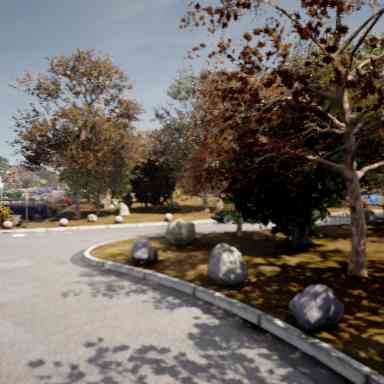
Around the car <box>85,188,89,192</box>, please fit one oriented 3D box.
[{"bbox_3d":[-26.174,0.472,75.549,5.008,1.535,2.097,-1,2,-14],"label":"car"}]

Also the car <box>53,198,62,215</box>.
[{"bbox_3d":[-15.682,1.682,32.414,4.792,1.488,2.163,-1,2,-14],"label":"car"}]

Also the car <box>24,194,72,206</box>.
[{"bbox_3d":[-17.679,1.429,40.494,4.892,1.521,2.231,-1,2,-14],"label":"car"}]

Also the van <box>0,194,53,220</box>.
[{"bbox_3d":[-15.173,1.505,29.678,4.442,1.987,1.878,-1,2,-14],"label":"van"}]

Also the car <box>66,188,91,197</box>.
[{"bbox_3d":[-27.518,0.075,80.927,5.566,2.045,2.435,-1,2,-14],"label":"car"}]

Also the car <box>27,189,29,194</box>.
[{"bbox_3d":[-38.871,0.701,71.607,5.366,1.575,1.946,-1,2,-14],"label":"car"}]

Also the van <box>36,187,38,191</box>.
[{"bbox_3d":[-41.451,0.181,82.514,4.442,1.987,1.878,-1,2,-14],"label":"van"}]

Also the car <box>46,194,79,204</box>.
[{"bbox_3d":[-20.948,1.098,53.979,4.674,1.452,2.002,-1,2,-14],"label":"car"}]

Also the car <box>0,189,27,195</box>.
[{"bbox_3d":[-38.060,0.524,68.913,5.566,2.045,2.435,-1,2,-14],"label":"car"}]

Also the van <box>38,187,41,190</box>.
[{"bbox_3d":[-41.884,0.098,85.290,4.442,1.987,1.878,-1,2,-14],"label":"van"}]

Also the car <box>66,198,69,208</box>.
[{"bbox_3d":[-16.991,1.532,37.808,4.792,1.488,2.163,-1,2,-14],"label":"car"}]

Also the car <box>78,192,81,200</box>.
[{"bbox_3d":[-20.295,1.131,51.279,5.008,1.535,2.097,-1,2,-14],"label":"car"}]

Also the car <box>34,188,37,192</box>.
[{"bbox_3d":[-40.679,0.480,79.820,5.008,1.535,2.097,-1,2,-14],"label":"car"}]

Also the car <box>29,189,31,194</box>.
[{"bbox_3d":[-39.349,0.667,74.376,4.674,1.452,2.002,-1,2,-14],"label":"car"}]

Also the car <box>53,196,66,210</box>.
[{"bbox_3d":[-16.546,1.578,35.061,5.366,1.575,1.946,-1,2,-14],"label":"car"}]

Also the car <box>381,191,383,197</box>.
[{"bbox_3d":[27.568,0.122,44.530,1.994,1.385,4.181,-1,2,-12],"label":"car"}]

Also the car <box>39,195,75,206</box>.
[{"bbox_3d":[-19.638,1.245,48.584,4.674,1.452,2.002,-1,2,-14],"label":"car"}]

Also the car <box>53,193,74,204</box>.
[{"bbox_3d":[-18.322,1.353,43.192,5.008,1.535,2.097,-1,2,-14],"label":"car"}]

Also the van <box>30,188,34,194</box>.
[{"bbox_3d":[-39.901,0.326,77.118,4.442,1.987,1.878,-1,2,-14],"label":"van"}]

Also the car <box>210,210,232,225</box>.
[{"bbox_3d":[3.670,1.505,23.323,4.718,1.301,1.895,-2,-1,-15],"label":"car"}]

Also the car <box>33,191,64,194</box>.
[{"bbox_3d":[-18.953,1.153,45.891,4.553,1.767,2.185,-1,2,-14],"label":"car"}]

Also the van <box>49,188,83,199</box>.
[{"bbox_3d":[-21.488,0.757,56.694,4.442,1.987,1.878,-1,2,-14],"label":"van"}]
